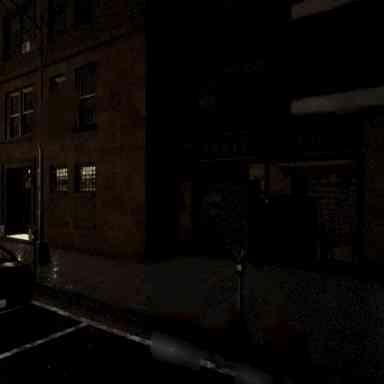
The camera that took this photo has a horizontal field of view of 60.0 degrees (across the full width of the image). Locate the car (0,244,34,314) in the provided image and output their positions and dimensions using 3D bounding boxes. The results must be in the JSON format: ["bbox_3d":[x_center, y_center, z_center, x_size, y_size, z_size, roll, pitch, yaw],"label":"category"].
[{"bbox_3d":[-4.837,1.550,6.518,4.403,1.369,2.008,0,0,35],"label":"car"}]
